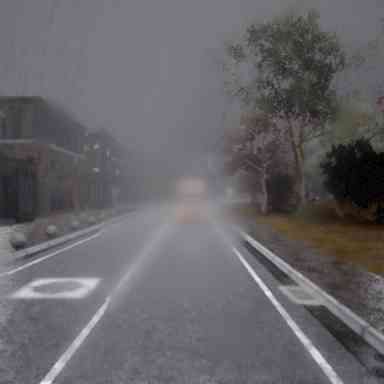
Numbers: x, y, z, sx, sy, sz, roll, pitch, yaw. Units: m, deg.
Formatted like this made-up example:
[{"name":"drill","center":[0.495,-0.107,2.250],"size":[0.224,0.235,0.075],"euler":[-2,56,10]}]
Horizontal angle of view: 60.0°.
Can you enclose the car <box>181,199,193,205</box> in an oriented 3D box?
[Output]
[{"name":"car","center":[-1.156,1.894,67.522],"size":[2.128,1.511,4.902],"euler":[-1,0,12]}]

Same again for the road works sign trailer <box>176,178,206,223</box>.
[{"name":"road works sign trailer","center":[-0.010,0.651,27.768],"size":[2.380,3.560,2.880],"euler":[0,0,0]}]
